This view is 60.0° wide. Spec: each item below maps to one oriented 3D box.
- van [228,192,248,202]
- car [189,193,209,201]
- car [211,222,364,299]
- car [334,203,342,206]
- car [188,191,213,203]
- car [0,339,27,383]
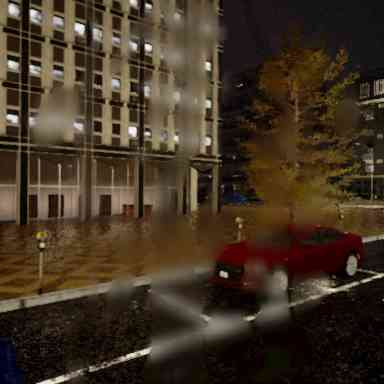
[{"bbox_3d":[8.029,0.889,58.303,1.690,1.788,3.998,1,0,-36],"label":"van"},{"bbox_3d":[1.469,0.960,67.458,1.967,1.590,4.097,1,0,-36],"label":"car"},{"bbox_3d":[2.509,1.476,8.332,4.507,1.381,1.887,-1,2,-35],"label":"car"},{"bbox_3d":[17.865,1.160,44.569,1.947,1.339,4.313,1,0,-36],"label":"car"},{"bbox_3d":[1.217,0.793,53.422,2.192,1.841,5.009,1,0,-36],"label":"car"},{"bbox_3d":[-3.116,1.621,1.153,4.718,1.301,1.895,-1,0,-35],"label":"car"}]
